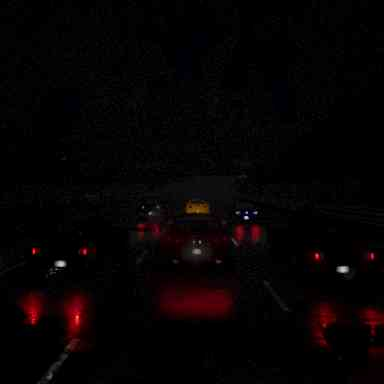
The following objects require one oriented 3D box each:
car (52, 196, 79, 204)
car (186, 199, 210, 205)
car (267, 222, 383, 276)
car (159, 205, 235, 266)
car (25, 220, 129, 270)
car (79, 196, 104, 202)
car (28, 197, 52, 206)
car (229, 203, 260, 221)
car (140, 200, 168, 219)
[{"bbox_3d":[-16.646,1.286,45.224,1.882,1.535,5.008,0,0,2],"label":"car"},{"bbox_3d":[0.494,1.360,28.800,1.882,1.535,5.008,0,0,2],"label":"car"},{"bbox_3d":[3.649,1.553,10.182,1.895,1.301,4.718,0,0,1],"label":"car"},{"bbox_3d":[0.172,1.424,11.324,1.882,1.535,5.008,0,0,1],"label":"car"},{"bbox_3d":[-3.344,1.548,10.768,1.895,1.301,4.718,0,0,1],"label":"car"},{"bbox_3d":[-13.154,1.289,45.033,1.882,1.535,5.008,0,0,2],"label":"car"},{"bbox_3d":[-20.142,1.352,45.413,2.033,1.411,5.357,0,0,3],"label":"car"},{"bbox_3d":[3.911,1.497,25.703,1.895,1.301,4.718,0,0,2],"label":"car"},{"bbox_3d":[-3.049,1.378,27.299,2.128,1.511,4.902,0,0,2],"label":"car"}]
